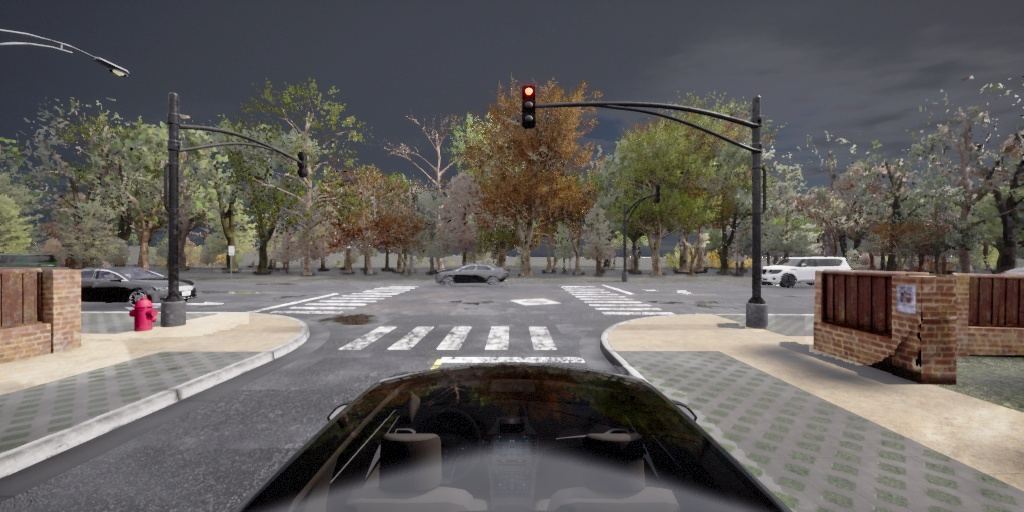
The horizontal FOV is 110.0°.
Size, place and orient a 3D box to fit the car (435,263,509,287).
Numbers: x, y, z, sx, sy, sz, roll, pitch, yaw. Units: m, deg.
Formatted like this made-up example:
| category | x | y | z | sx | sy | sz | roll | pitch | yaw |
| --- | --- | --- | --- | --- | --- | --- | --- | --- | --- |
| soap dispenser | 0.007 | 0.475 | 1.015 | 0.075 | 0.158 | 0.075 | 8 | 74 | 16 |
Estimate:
| category | x | y | z | sx | sy | sz | roll | pitch | yaw |
| --- | --- | --- | --- | --- | --- | --- | --- | --- | --- |
| car | -2.614 | 1.243 | 23.912 | 4.902 | 1.511 | 2.128 | 0 | 0 | 0 |

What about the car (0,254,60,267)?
| category | x | y | z | sx | sy | sz | roll | pitch | yaw |
| --- | --- | --- | --- | --- | --- | --- | --- | --- | --- |
| car | -33.638 | 0.853 | 23.880 | 5.566 | 2.045 | 2.150 | 0 | 0 | 0 |

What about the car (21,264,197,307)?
| category | x | y | z | sx | sy | sz | roll | pitch | yaw |
| --- | --- | --- | --- | --- | --- | --- | --- | --- | --- |
| car | -15.118 | 1.183 | 13.946 | 4.902 | 1.511 | 2.128 | 0 | 0 | 0 |

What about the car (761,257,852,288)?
| category | x | y | z | sx | sy | sz | roll | pitch | yaw |
| --- | --- | --- | --- | --- | --- | --- | --- | --- | --- |
| car | 19.367 | 1.054 | 23.942 | 5.566 | 2.045 | 2.150 | 1 | 0 | -1 |

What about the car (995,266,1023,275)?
| category | x | y | z | sx | sy | sz | roll | pitch | yaw |
| --- | --- | --- | --- | --- | --- | --- | --- | --- | --- |
| car | 34.731 | 1.404 | 23.937 | 4.674 | 1.442 | 1.812 | 0 | 0 | 0 |
